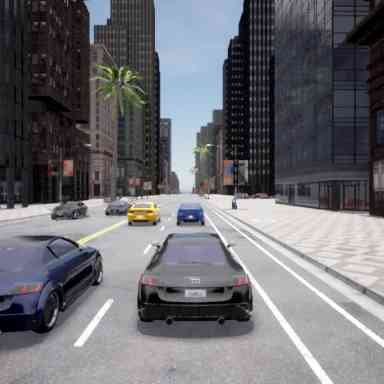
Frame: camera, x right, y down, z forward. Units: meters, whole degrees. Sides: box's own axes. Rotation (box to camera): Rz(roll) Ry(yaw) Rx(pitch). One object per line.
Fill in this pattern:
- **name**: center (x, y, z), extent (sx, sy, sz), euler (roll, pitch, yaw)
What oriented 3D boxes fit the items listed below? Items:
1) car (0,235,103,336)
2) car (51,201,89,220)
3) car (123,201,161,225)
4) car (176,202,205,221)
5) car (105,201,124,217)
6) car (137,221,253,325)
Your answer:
- **car**: center (-3.210, 1.563, 6.778), extent (1.994, 1.385, 4.181), euler (0, 0, 0)
- **car**: center (-10.095, 1.503, 27.775), extent (1.837, 1.490, 4.892), euler (0, 0, -1)
- **car**: center (-3.362, 1.476, 24.008), extent (1.882, 1.535, 5.008), euler (0, 0, 0)
- **car**: center (-0.110, 1.476, 24.034), extent (1.882, 1.535, 5.008), euler (0, 0, -1)
- **car**: center (-6.877, 1.562, 31.537), extent (1.994, 1.385, 4.181), euler (0, 0, 0)
- **car**: center (0.036, 1.563, 7.230), extent (1.994, 1.385, 4.181), euler (0, 0, 0)
